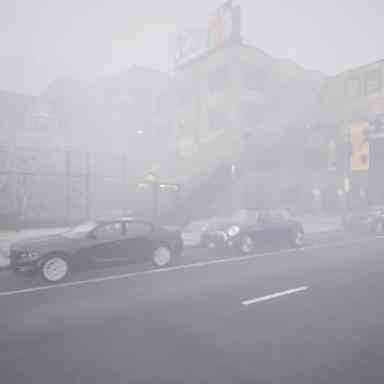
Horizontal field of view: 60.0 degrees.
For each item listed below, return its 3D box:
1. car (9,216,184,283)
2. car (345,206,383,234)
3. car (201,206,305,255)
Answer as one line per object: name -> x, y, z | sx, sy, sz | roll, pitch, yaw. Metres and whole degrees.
car -> -2.586, 1.499, 9.886 | 5.008, 1.535, 2.097 | 0, 0, -36
car -> 11.356, 1.590, 19.960 | 4.892, 1.521, 2.231 | 0, 0, -26
car -> 2.564, 1.407, 13.731 | 4.553, 1.767, 2.185 | 0, 0, -36
